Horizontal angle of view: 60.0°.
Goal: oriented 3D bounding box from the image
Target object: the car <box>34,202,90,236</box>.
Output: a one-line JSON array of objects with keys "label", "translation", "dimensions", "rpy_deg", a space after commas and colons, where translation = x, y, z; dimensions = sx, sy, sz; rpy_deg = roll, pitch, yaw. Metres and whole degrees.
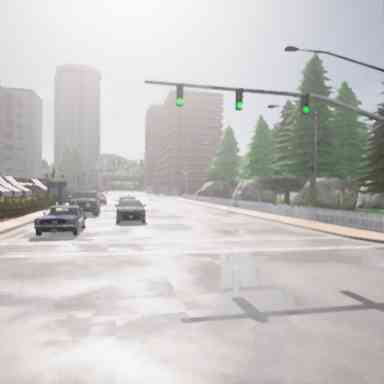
[{"label": "car", "translation": [-6.584, 1.380, 17.018], "dimensions": [1.895, 1.301, 4.718], "rpy_deg": [0, 1, -12]}]

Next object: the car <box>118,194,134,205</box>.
[{"label": "car", "translation": [-9.127, 1.054, 45.986], "dimensions": [1.994, 1.385, 4.181], "rpy_deg": [0, 1, -12]}]

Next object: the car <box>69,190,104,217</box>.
[{"label": "car", "translation": [-8.810, 0.884, 27.533], "dimensions": [2.150, 2.045, 5.566], "rpy_deg": [0, 0, -12]}]

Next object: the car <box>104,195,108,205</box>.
[{"label": "car", "translation": [-12.456, 0.993, 44.809], "dimensions": [1.812, 1.442, 4.674], "rpy_deg": [0, 0, -12]}]

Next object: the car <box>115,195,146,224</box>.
[{"label": "car", "translation": [-4.259, 1.227, 22.960], "dimensions": [1.882, 1.535, 5.008], "rpy_deg": [0, 1, -12]}]

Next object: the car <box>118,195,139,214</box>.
[{"label": "car", "translation": [-6.159, 1.151, 31.905], "dimensions": [1.837, 1.490, 4.892], "rpy_deg": [0, 1, -12]}]
